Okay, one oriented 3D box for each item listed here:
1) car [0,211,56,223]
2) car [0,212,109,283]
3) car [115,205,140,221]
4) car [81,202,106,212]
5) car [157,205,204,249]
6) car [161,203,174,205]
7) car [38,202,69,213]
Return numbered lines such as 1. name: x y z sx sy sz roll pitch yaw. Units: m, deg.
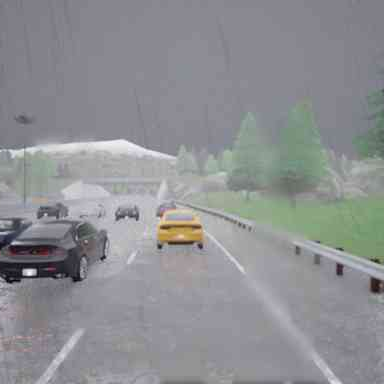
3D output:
1. car: -7.476 1.694 13.711 1.895 1.301 4.718 0 0 -4
2. car: -3.763 1.569 9.891 1.837 1.490 4.892 0 0 -3
3. car: -5.559 1.775 29.216 1.895 1.301 4.718 0 0 -7
4. car: -9.438 1.723 31.828 1.812 1.442 4.674 0 0 -7
5. car: -0.593 1.563 15.217 1.882 1.535 5.008 0 0 -4
6. car: -2.302 1.742 31.270 1.994 1.385 4.181 0 0 -7
7. car: -12.840 1.705 30.950 1.837 1.490 4.892 0 0 -7
